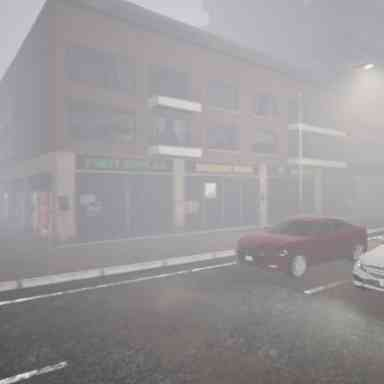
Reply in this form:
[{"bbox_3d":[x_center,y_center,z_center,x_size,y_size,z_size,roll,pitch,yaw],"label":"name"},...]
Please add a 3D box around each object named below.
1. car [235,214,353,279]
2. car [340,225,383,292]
[{"bbox_3d":[3.511,1.481,10.305,5.008,1.535,1.882,0,0,-37],"label":"car"},{"bbox_3d":[5.665,1.519,7.851,4.674,1.442,1.812,0,0,-37],"label":"car"}]
